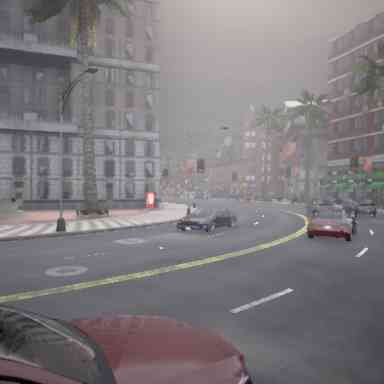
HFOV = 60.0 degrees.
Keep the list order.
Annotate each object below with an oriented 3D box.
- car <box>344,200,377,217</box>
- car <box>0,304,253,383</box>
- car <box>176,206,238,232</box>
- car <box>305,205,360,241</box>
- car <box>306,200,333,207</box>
[{"bbox_3d":[15.523,1.477,30.994,2.128,1.511,4.902,0,0,9],"label":"car"},{"bbox_3d":[-1.611,1.523,2.130,4.674,1.442,1.812,0,0,-35],"label":"car"},{"bbox_3d":[1.110,1.586,20.354,2.033,1.411,5.357,0,0,30],"label":"car"},{"bbox_3d":[7.122,1.562,16.766,1.994,1.385,4.181,0,0,30],"label":"car"},{"bbox_3d":[12.062,1.475,31.520,2.128,1.511,4.902,0,0,9],"label":"car"}]
